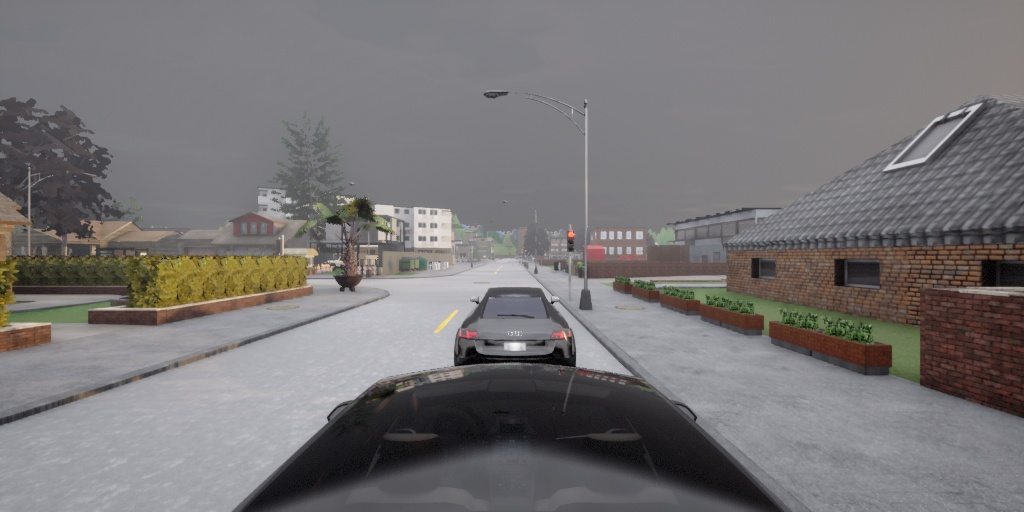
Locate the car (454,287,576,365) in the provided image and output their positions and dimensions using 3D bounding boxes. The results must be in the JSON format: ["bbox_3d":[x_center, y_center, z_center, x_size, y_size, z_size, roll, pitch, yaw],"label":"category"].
[{"bbox_3d":[0.059,1.314,7.333,1.994,1.385,4.181,0,0,0],"label":"car"}]

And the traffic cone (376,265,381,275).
[{"bbox_3d":[-15.388,1.558,40.720,0.344,0.586,0.344,0,0,0],"label":"traffic cone"}]

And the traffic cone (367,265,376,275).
[{"bbox_3d":[-15.749,1.561,40.150,0.344,0.586,0.344,0,0,0],"label":"traffic cone"}]

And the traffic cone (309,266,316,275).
[{"bbox_3d":[-19.796,1.568,35.267,0.344,0.586,0.344,0,0,0],"label":"traffic cone"}]
